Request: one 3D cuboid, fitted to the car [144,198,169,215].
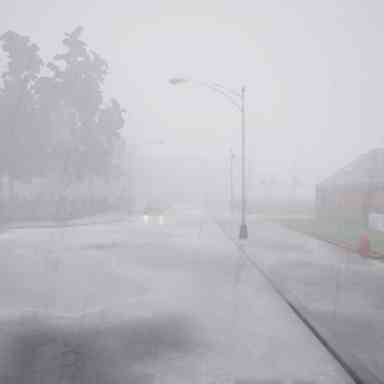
[{"bbox_3d":[-4.136,1.602,37.473,2.097,1.767,4.553,0,0,0],"label":"car"}]

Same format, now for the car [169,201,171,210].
[{"bbox_3d":[-4.125,1.670,47.724,2.097,1.767,4.553,0,0,0],"label":"car"}]
